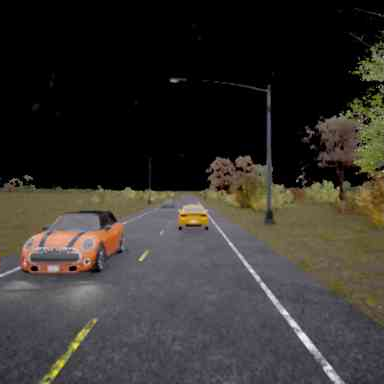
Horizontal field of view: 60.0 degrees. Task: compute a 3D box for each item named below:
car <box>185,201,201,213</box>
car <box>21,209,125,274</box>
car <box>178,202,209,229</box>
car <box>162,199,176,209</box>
[{"bbox_3d":[0.091,1.865,41.592,1.895,1.301,4.718,0,0,0],"label":"car"},{"bbox_3d":[-3.601,1.422,10.886,2.097,1.767,4.553,0,0,0],"label":"car"},{"bbox_3d":[0.096,1.623,22.643,1.882,1.535,5.008,0,0,0],"label":"car"},{"bbox_3d":[-3.576,1.824,51.983,1.837,1.490,4.892,0,0,0],"label":"car"}]
